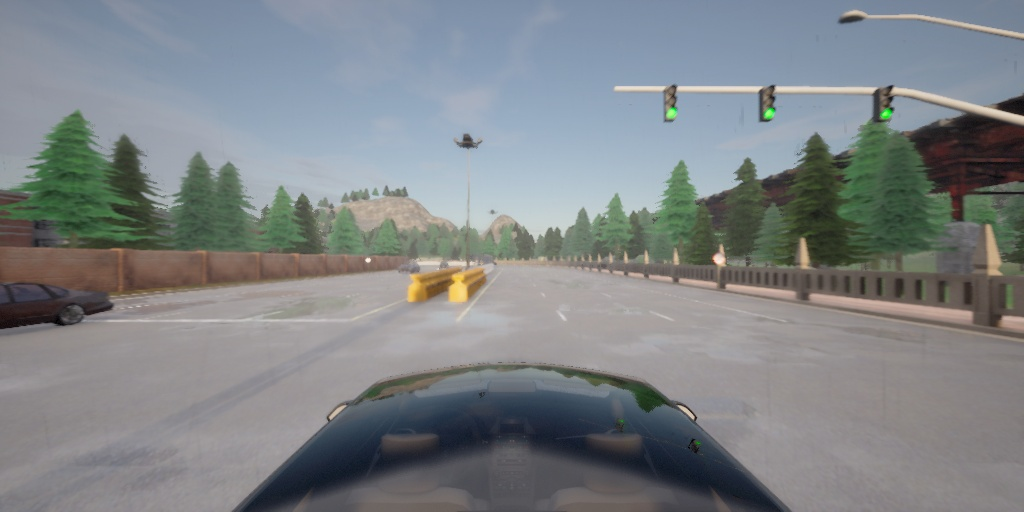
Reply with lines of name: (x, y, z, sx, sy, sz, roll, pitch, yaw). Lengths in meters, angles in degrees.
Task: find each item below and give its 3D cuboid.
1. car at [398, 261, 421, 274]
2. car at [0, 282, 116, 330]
car: (-14.030, 1.511, 49.325, 2.097, 1.767, 4.553, 0, -1, 0)
car: (-14.018, 1.402, 9.370, 2.033, 1.411, 5.357, 0, 0, 0)
